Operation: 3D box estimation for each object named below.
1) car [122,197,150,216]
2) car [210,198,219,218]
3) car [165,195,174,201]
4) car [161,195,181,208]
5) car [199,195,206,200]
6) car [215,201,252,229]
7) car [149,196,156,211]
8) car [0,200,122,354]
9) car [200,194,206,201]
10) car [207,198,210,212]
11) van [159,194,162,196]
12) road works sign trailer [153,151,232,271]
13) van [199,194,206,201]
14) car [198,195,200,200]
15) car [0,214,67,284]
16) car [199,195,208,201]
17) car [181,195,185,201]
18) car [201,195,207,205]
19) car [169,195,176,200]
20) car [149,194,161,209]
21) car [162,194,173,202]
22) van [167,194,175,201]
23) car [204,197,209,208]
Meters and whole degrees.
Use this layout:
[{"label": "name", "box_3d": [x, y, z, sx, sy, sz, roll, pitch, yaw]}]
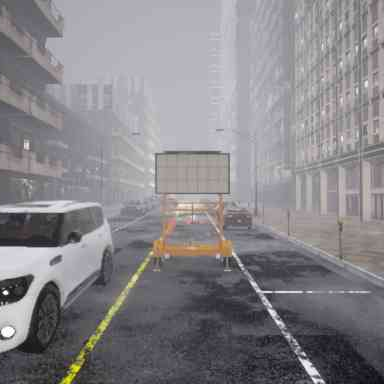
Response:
[{"label": "car", "box_3d": [-5.622, 1.449, 32.410, 1.967, 1.590, 4.097, 1, 0, 0]}, {"label": "car", "box_3d": [2.749, 1.448, 26.923, 1.967, 1.590, 4.097, 1, 0, 0]}, {"label": "car", "box_3d": [-5.551, 1.535, 82.161, 1.752, 1.417, 4.829, 1, 0, 0]}, {"label": "car", "box_3d": [-3.020, 1.535, 47.944, 1.812, 1.442, 4.674, 0, 0, 0]}, {"label": "car", "box_3d": [2.857, 1.573, 93.500, 1.947, 1.339, 4.313, 1, 0, 0]}, {"label": "car", "box_3d": [2.738, 1.551, 21.376, 1.887, 1.381, 4.507, 1, 0, 0]}, {"label": "car", "box_3d": [-5.614, 1.554, 37.958, 1.887, 1.381, 4.507, 1, 0, 0]}, {"label": "car", "box_3d": [-3.091, 1.223, 6.477, 2.150, 2.045, 5.566, 0, 0, 0]}, {"label": "car", "box_3d": [2.803, 1.535, 60.381, 1.752, 1.417, 4.829, 1, 0, 0]}, {"label": "car", "box_3d": [2.757, 1.553, 32.472, 1.887, 1.381, 4.507, 1, 0, 0]}, {"label": "van", "box_3d": [-5.592, 1.350, 49.052, 1.690, 1.788, 3.998, 1, 0, 0]}, {"label": "road works sign trailer", "box_3d": [0.016, 0.468, 10.857, 2.380, 3.560, 2.880, 0, 0, 0]}, {"label": "van", "box_3d": [2.852, 1.350, 87.952, 1.690, 1.788, 3.998, 1, 0, 0]}, {"label": "car", "box_3d": [2.820, 1.592, 71.308, 1.802, 1.307, 4.206, 1, 0, 0]}, {"label": "car", "box_3d": [-5.660, 1.548, 10.224, 1.887, 1.381, 4.507, 1, 0, 0]}, {"label": "car", "box_3d": [2.841, 1.449, 82.404, 1.967, 1.590, 4.097, 1, 0, 0]}, {"label": "car", "box_3d": [-2.862, 1.534, 84.441, 1.812, 1.442, 4.674, 0, 0, 0]}, {"label": "car", "box_3d": [2.784, 1.560, 49.116, 2.008, 1.369, 4.403, 1, 0, 0]}, {"label": "car", "box_3d": [-5.490, 1.533, 93.255, 1.752, 1.417, 4.829, 1, 0, 0]}, {"label": "car", "box_3d": [-5.603, 1.449, 43.505, 1.967, 1.590, 4.097, 1, 0, 0]}, {"label": "car", "box_3d": [-5.549, 1.325, 76.785, 2.192, 1.841, 5.009, 1, 0, 0]}, {"label": "van", "box_3d": [-5.503, 1.350, 87.879, 1.690, 1.788, 3.998, 1, 0, 0]}, {"label": "car", "box_3d": [2.766, 1.554, 38.020, 1.887, 1.381, 4.507, 1, 0, 0]}]
